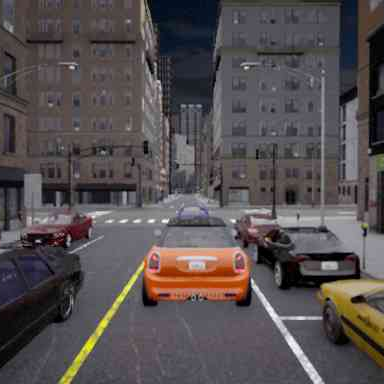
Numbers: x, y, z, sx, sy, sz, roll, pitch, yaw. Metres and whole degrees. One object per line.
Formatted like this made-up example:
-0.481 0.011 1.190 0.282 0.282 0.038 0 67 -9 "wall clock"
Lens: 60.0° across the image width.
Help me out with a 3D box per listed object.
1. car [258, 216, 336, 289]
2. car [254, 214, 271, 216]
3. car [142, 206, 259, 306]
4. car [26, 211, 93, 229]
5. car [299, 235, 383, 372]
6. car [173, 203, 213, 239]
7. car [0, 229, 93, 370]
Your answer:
2.859 1.571 8.987 1.947 1.339 4.313 -1 0 0 "car"
2.854 1.591 14.573 1.802 1.307 4.206 -1 0 0 "car"
0.090 1.357 8.181 2.097 1.767 4.553 0 0 0 "car"
-5.691 1.553 14.563 1.887 1.381 4.507 -1 0 0 "car"
2.863 1.528 3.571 1.752 1.417 4.829 -1 0 0 "car"
0.085 1.489 18.469 1.882 1.535 5.008 0 0 1 "car"
-3.074 1.551 4.502 2.033 1.411 5.357 0 0 0 "car"
